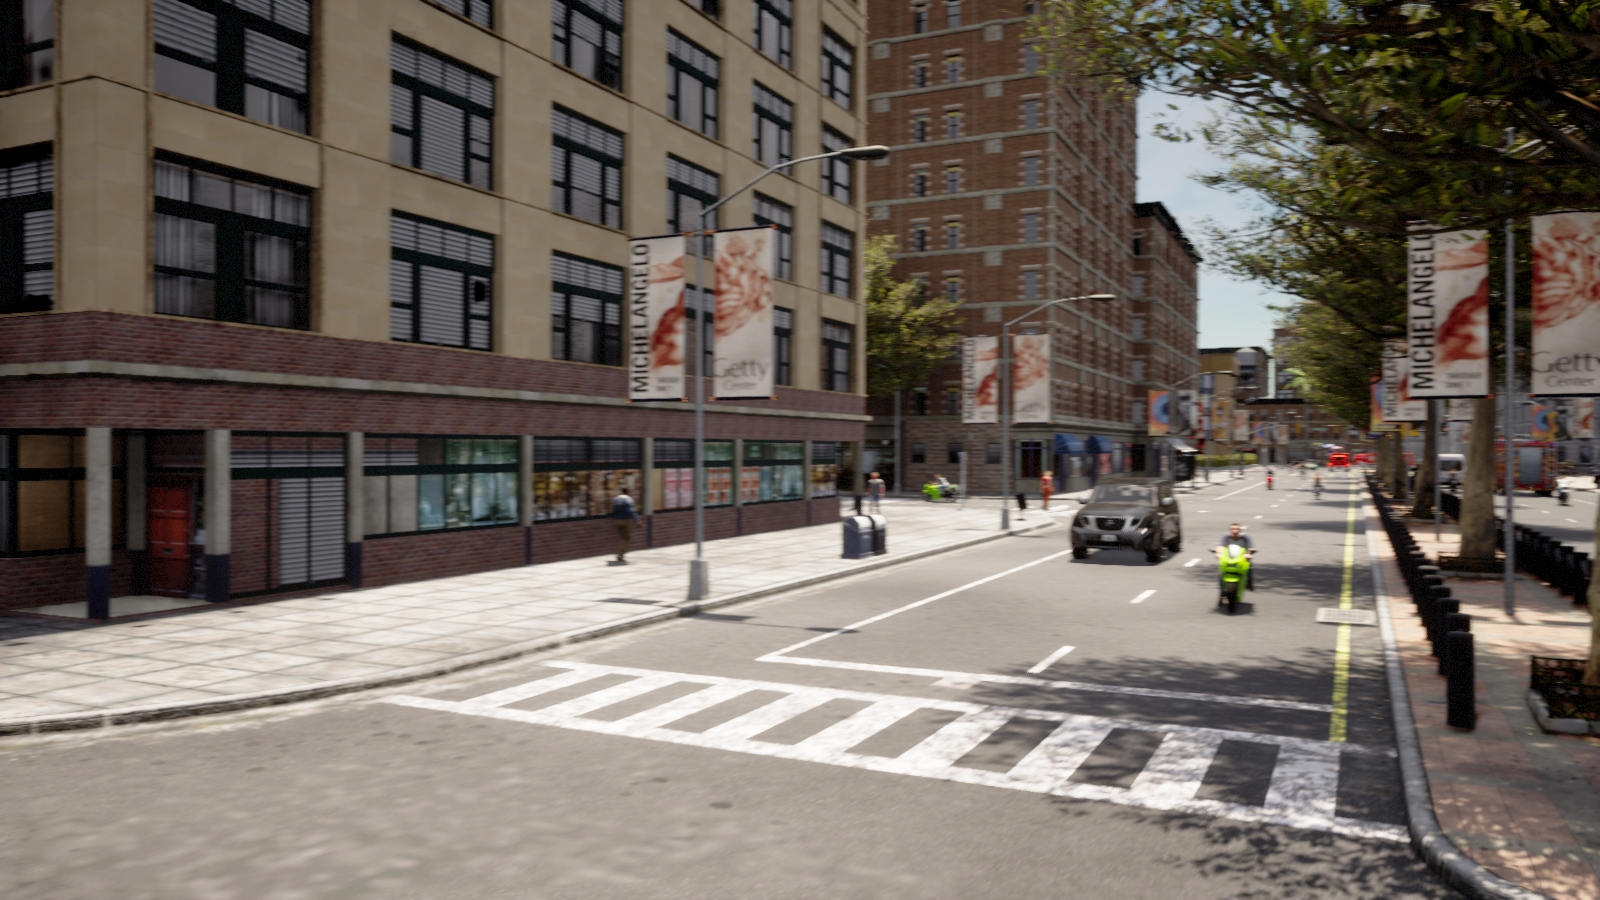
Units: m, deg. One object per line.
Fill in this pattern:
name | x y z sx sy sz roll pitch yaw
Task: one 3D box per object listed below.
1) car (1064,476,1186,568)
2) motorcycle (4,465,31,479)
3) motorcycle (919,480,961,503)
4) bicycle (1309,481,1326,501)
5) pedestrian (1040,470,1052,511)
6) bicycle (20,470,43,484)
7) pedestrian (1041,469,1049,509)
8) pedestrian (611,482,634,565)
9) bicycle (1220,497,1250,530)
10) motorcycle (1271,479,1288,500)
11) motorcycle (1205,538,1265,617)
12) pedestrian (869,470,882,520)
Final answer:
car | 8.724 1.783 30.249 2.150 2.045 5.566 0 0 26
motorcycle | -71.528 2.007 104.473 0.856 1.236 1.805 0 0 26
motorcycle | 7.421 2.204 60.552 2.033 1.145 0.803 0 0 24
bicycle | 29.080 2.286 64.191 0.859 1.080 1.487 0 0 26
pedestrian | 11.346 1.850 52.731 0.375 1.860 0.375 0 0 -33
bicycle | -59.910 2.109 89.086 1.487 1.080 0.859 0 0 25
pedestrian | 11.600 1.849 54.097 0.375 1.860 0.375 0 0 17
pedestrian | -4.082 1.678 26.270 0.375 1.860 0.375 0 0 31
bicycle | 15.607 2.269 40.965 0.859 1.080 1.487 0 0 26
motorcycle | 27.160 2.239 64.717 0.803 1.145 2.033 0 0 26
motorcycle | 7.728 2.219 20.247 0.803 1.145 2.033 0 0 26
pedestrian | 2.825 1.685 42.979 0.375 1.860 0.375 0 0 25
